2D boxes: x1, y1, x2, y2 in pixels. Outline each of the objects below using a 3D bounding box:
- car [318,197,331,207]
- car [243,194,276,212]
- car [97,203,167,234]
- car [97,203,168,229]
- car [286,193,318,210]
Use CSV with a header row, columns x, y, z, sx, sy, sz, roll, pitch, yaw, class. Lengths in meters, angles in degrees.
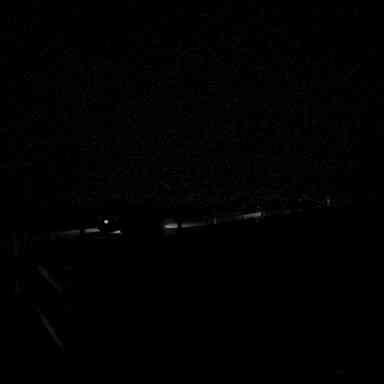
x,y,z,sx,sy,sz,roll,pitch,yaw,class
20.119,1.535,51.678,2.033,1.411,5.357,-3,-2,36,car
8.128,1.306,39.848,2.150,2.045,5.566,-3,-2,36,car
-3.315,1.527,19.013,1.994,1.385,4.181,-3,-2,36,car
-3.981,1.581,22.977,1.837,1.490,4.892,-3,-2,36,car
14.057,1.198,43.170,2.150,2.045,5.566,-3,-2,36,car
